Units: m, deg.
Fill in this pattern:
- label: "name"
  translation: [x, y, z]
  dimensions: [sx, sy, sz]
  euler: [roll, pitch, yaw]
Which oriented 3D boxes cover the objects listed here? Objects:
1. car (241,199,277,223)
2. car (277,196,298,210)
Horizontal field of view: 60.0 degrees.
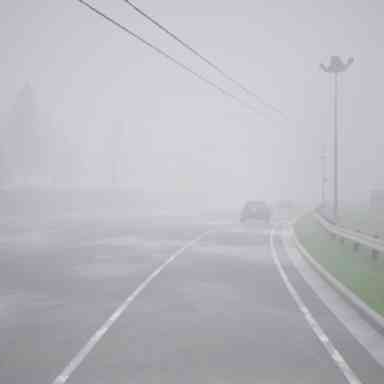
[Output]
- label: "car"
  translation: [5.230, 1.408, 26.354]
  dimensions: [2.097, 1.767, 4.553]
  euler: [0, 0, 19]
- label: "car"
  translation: [12.867, 1.659, 45.681]
  dimensions: [2.033, 1.411, 5.357]
  euler: [0, 0, 25]
